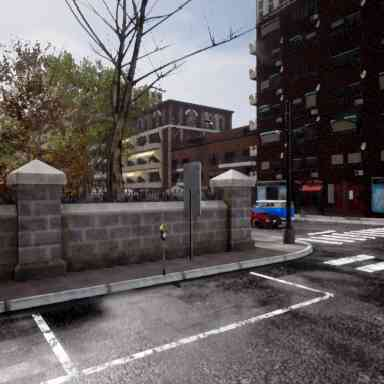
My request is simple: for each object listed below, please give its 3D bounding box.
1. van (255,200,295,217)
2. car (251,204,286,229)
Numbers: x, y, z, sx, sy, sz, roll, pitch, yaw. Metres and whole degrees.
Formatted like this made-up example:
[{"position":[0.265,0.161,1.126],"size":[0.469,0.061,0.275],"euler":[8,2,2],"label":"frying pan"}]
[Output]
[{"position":[7.312,1.642,30.184],"size":[1.690,1.788,3.998],"euler":[-1,0,-36],"label":"van"},{"position":[4.459,1.833,24.268],"size":[1.994,1.385,4.181],"euler":[0,-1,-36],"label":"car"}]
